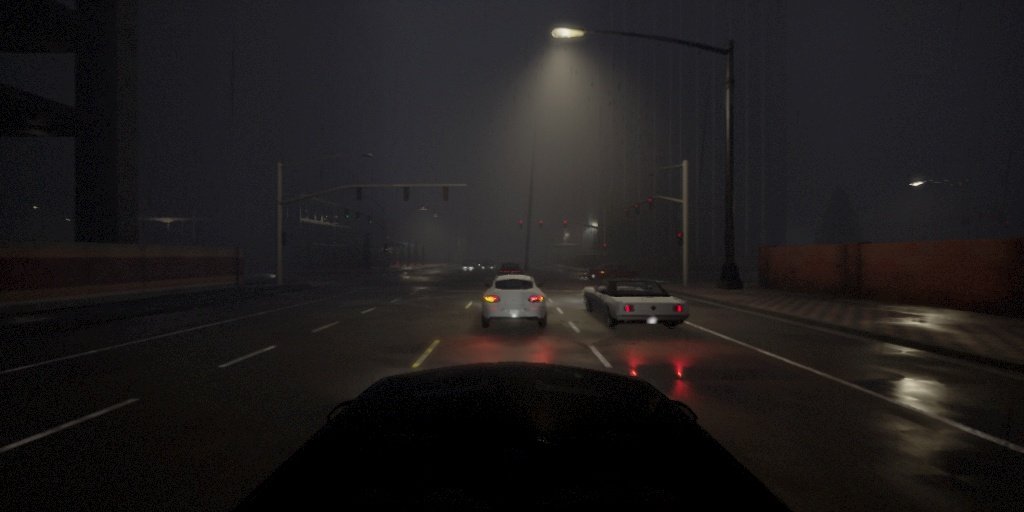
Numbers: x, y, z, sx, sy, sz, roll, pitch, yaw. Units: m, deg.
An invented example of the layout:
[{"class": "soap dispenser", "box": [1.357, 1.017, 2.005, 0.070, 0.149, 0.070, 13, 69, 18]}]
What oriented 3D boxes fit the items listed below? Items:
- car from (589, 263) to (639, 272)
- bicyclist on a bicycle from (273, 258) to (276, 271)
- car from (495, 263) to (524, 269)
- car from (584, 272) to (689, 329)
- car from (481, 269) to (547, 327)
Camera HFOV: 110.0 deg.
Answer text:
[{"class": "car", "box": [7.807, 1.279, 27.253, 4.674, 1.442, 1.812, 0, -1, -34]}, {"class": "bicyclist on a bicycle", "box": [-28.399, 1.056, 43.383, 0.582, 1.620, 1.656, 0, 0, -1]}, {"class": "car", "box": [-0.150, 1.260, 27.937, 1.837, 1.490, 4.892, 0, 0, -1]}, {"class": "car", "box": [3.559, 1.352, 11.284, 1.895, 1.301, 4.718, 0, 0, 0]}, {"class": "car", "box": [0.061, 1.278, 11.444, 1.812, 1.442, 4.674, 0, -1, 0]}]
